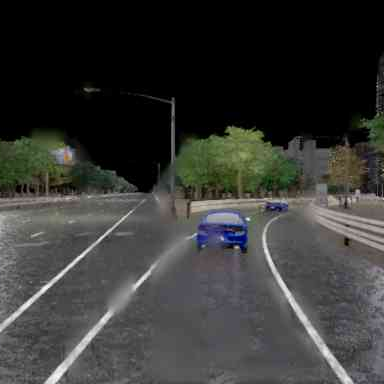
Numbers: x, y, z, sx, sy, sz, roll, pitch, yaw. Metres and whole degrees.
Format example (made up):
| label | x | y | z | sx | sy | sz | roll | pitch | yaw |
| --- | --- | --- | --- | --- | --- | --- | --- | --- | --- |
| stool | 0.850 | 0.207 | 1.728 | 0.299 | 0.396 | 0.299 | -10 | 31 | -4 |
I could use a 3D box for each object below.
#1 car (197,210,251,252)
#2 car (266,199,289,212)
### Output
| label | x | y | z | sx | sy | sz | roll | pitch | yaw |
| --- | --- | --- | --- | --- | --- | --- | --- | --- | --- |
| car | 1.424 | 1.510 | 14.109 | 1.882 | 1.535 | 5.008 | 0 | 0 | 10 |
| car | 10.126 | 1.554 | 39.187 | 1.882 | 1.535 | 5.008 | 0 | 0 | 28 |
